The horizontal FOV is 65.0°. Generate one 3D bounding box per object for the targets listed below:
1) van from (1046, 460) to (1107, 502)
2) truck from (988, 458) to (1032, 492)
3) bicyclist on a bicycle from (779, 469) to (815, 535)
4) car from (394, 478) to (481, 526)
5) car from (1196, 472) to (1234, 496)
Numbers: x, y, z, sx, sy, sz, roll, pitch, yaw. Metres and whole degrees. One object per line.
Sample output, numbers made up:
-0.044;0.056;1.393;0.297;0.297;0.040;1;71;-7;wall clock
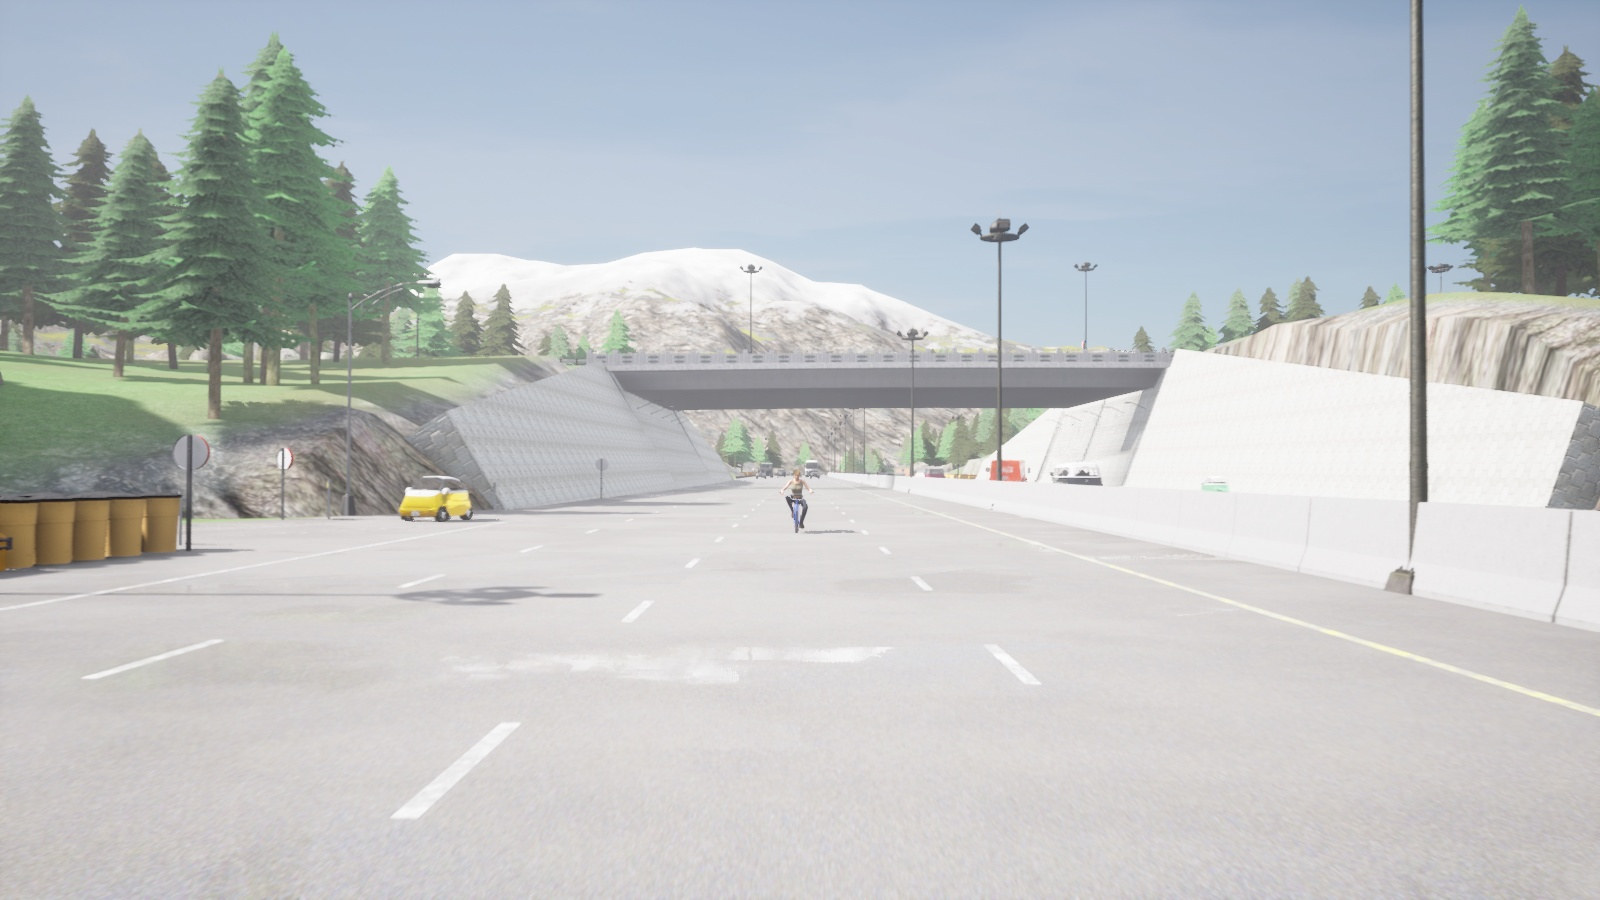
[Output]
13.846;1.541;63.112;2.069;2.038;4.480;0;-1;0;van
15.811;1.845;94.270;2.627;2.467;5.204;-1;-1;17;truck
-0.072;1.280;31.562;0.866;1.612;1.509;0;-1;0;bicyclist on a bicycle
-10.899;1.546;37.822;1.481;1.376;2.207;0;-1;21;car
24.322;2.004;73.610;1.481;1.376;2.207;0;-1;0;car
